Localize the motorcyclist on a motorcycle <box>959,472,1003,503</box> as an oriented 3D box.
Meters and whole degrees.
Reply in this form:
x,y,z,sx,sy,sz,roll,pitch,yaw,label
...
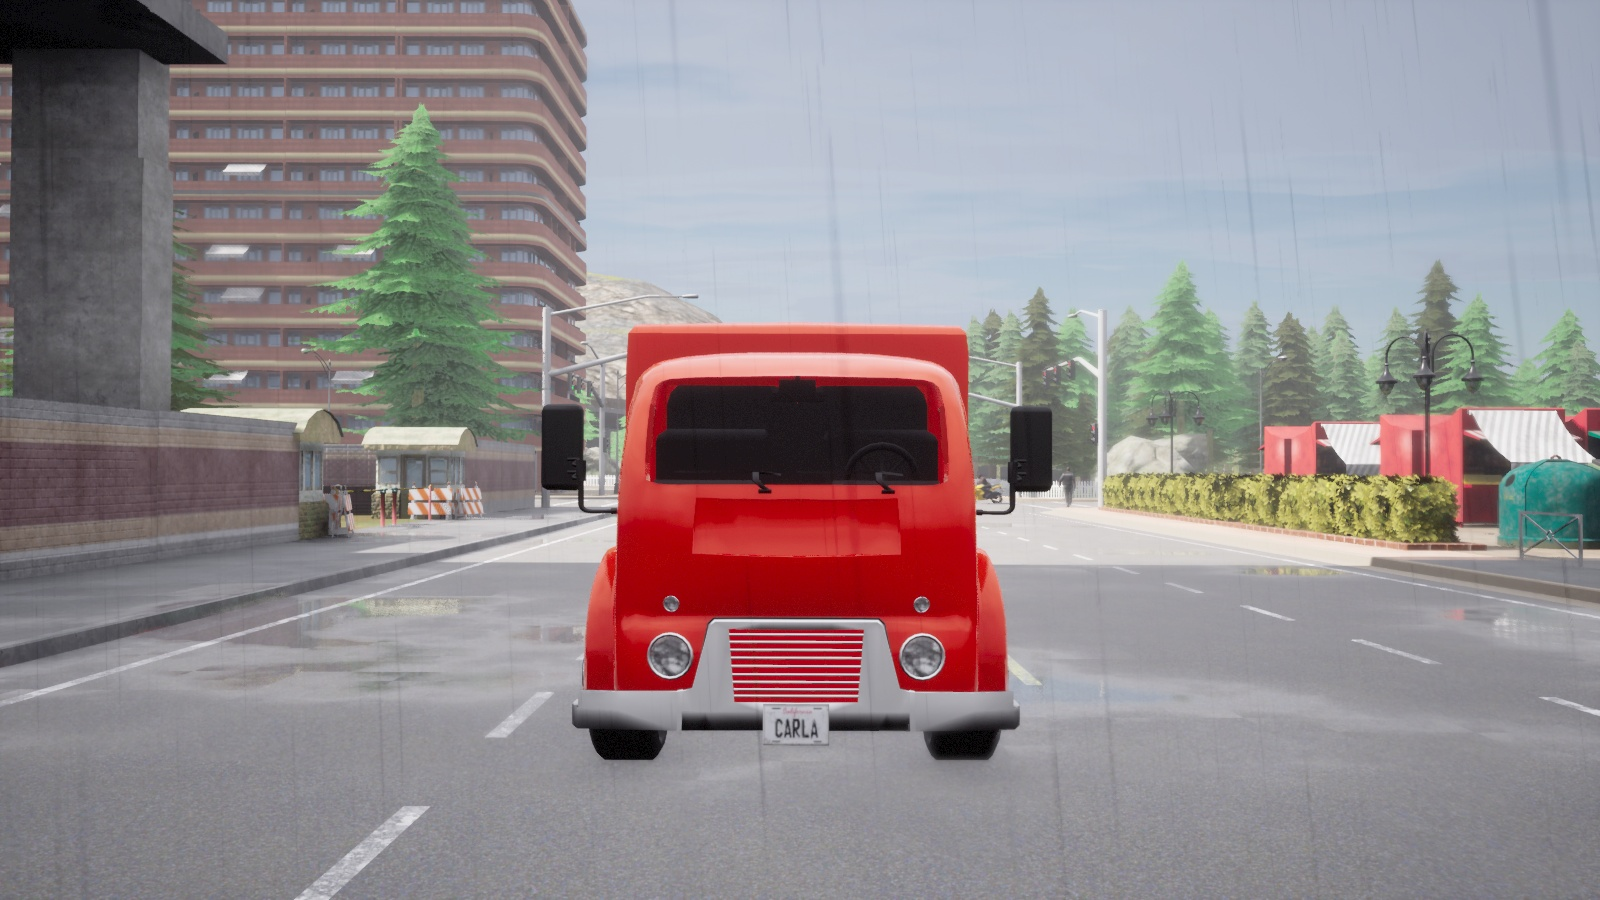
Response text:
x,y,z,sx,sy,sz,roll,pitch,yaw,label
8.923,1.835,61.929,2.044,1.523,0.797,0,-1,0,motorcyclist on a motorcycle

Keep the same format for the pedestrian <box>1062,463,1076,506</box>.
x,y,z,sx,sy,sz,roll,pitch,yaw,label
12.035,1.531,56.171,0.563,1.883,0.849,-1,-1,17,pedestrian

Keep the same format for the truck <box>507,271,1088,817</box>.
x,y,z,sx,sy,sz,roll,pitch,yaw,label
-0.022,0.467,8.307,2.627,2.467,5.204,0,-1,0,truck
